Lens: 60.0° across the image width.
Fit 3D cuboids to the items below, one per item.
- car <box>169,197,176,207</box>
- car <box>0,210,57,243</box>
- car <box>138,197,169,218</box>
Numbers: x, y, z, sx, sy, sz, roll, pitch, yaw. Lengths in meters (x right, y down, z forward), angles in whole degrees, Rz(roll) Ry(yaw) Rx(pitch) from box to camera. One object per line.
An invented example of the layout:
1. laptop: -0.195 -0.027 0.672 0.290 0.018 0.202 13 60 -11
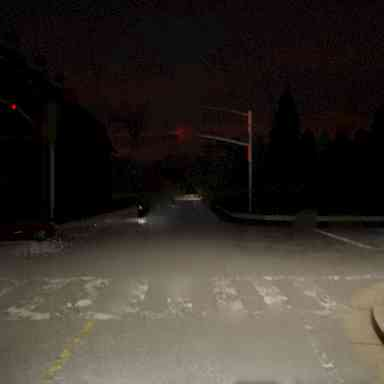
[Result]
1. car: -3.493 1.511 51.414 2.033 1.411 5.357 0 0 0
2. car: -8.244 1.528 14.760 4.181 1.385 1.994 0 1 -22
3. car: -3.540 1.331 30.074 2.097 1.767 4.553 0 0 0
